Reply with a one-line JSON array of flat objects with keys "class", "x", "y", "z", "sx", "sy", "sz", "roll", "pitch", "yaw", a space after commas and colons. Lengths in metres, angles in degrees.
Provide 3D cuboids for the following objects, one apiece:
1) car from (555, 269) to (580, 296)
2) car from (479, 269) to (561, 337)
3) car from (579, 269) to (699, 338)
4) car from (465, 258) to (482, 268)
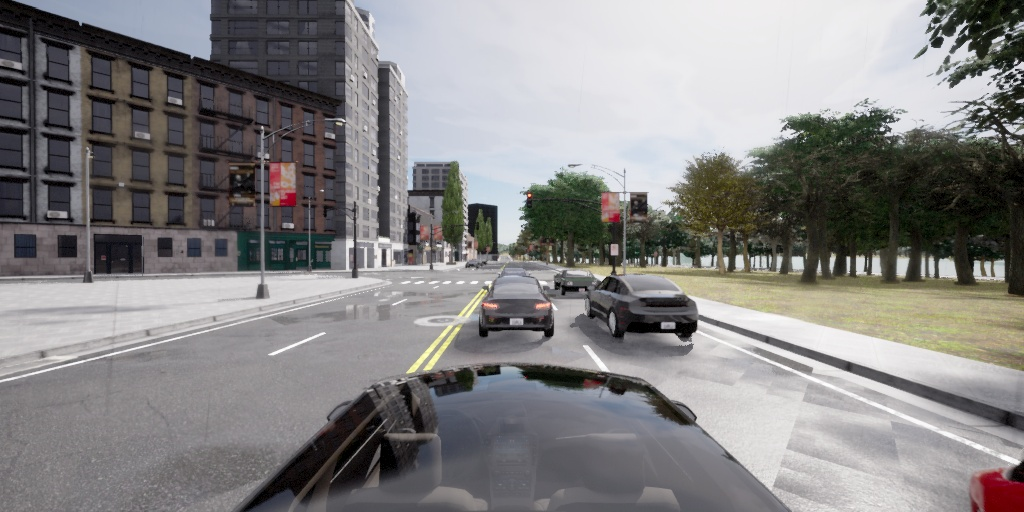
[{"class": "car", "x": 3.374, "y": 1.347, "z": 19.440, "sx": 1.895, "sy": 1.301, "sz": 4.718, "roll": 0, "pitch": 0, "yaw": 0}, {"class": "car", "x": 0.114, "y": 1.274, "z": 10.163, "sx": 1.812, "sy": 1.442, "sz": 4.674, "roll": 0, "pitch": 0, "yaw": 0}, {"class": "car", "x": 3.361, "y": 1.253, "z": 10.126, "sx": 1.837, "sy": 1.490, "sz": 4.892, "roll": 0, "pitch": 0, "yaw": 0}, {"class": "car", "x": -6.502, "y": 1.297, "z": 59.173, "sx": 1.994, "sy": 1.385, "sz": 4.181, "roll": 0, "pitch": 0, "yaw": 0}]
